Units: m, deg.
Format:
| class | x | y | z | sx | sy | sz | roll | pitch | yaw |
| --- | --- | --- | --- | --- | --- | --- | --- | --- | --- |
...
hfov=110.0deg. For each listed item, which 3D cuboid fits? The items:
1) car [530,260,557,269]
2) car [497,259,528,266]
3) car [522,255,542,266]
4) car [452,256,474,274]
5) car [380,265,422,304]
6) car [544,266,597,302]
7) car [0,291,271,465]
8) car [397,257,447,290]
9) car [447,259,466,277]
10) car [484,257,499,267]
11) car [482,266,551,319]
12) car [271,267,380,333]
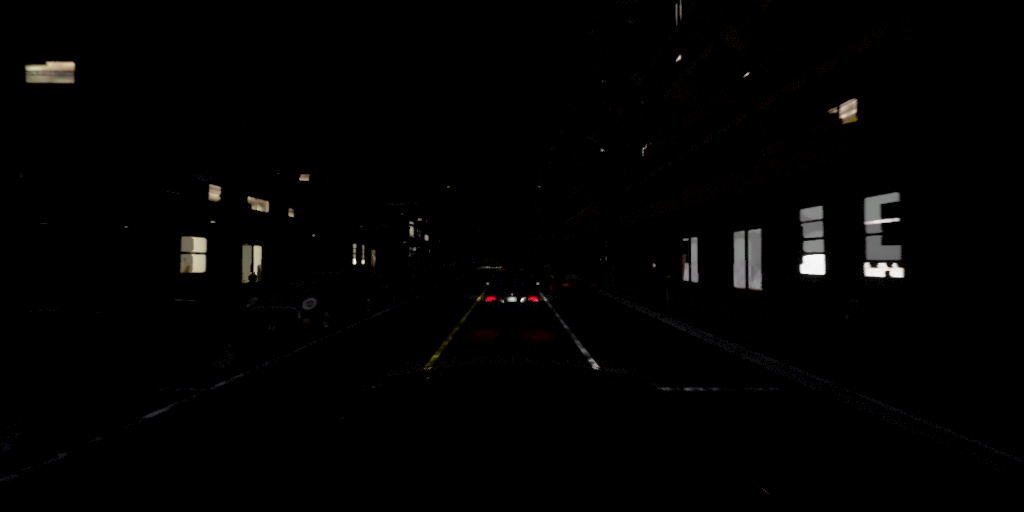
| class | x | y | z | sx | sy | sz | roll | pitch | yaw |
| --- | --- | --- | --- | --- | --- | --- | --- | --- | --- |
| car | 2.686 | 1.197 | 27.586 | 1.888 | 1.381 | 4.507 | 0 | 0 | 0 |
| car | 0.040 | 1.207 | 30.010 | 1.994 | 1.385 | 4.181 | 0 | 0 | 0 |
| car | 2.682 | 0.903 | 44.646 | 2.192 | 1.841 | 5.009 | 0 | 0 | 0 |
| car | -5.685 | 0.924 | 38.897 | 2.192 | 1.841 | 5.009 | 0 | 0 | 0 |
| car | -5.692 | 1.260 | 16.150 | 1.948 | 1.339 | 4.313 | 0 | 0 | 0 |
| car | 2.688 | 1.276 | 16.213 | 1.802 | 1.307 | 4.207 | 0 | 0 | 0 |
| car | -5.690 | 1.304 | 4.778 | 1.948 | 1.339 | 4.313 | 0 | 0 | 0 |
| car | -5.694 | 0.988 | 21.837 | 2.192 | 1.841 | 5.009 | 0 | 0 | 0 |
| car | -5.704 | 1.212 | 33.210 | 1.802 | 1.307 | 4.207 | 0 | 0 | 0 |
| car | -3.070 | 1.011 | 59.958 | 1.882 | 1.535 | 5.008 | 0 | 0 | 0 |
| car | 0.024 | 1.256 | 12.556 | 2.033 | 1.411 | 5.357 | 0 | 0 | 1 |
| car | -5.691 | 1.156 | 10.464 | 1.967 | 1.591 | 4.097 | 0 | 0 | 0 |
